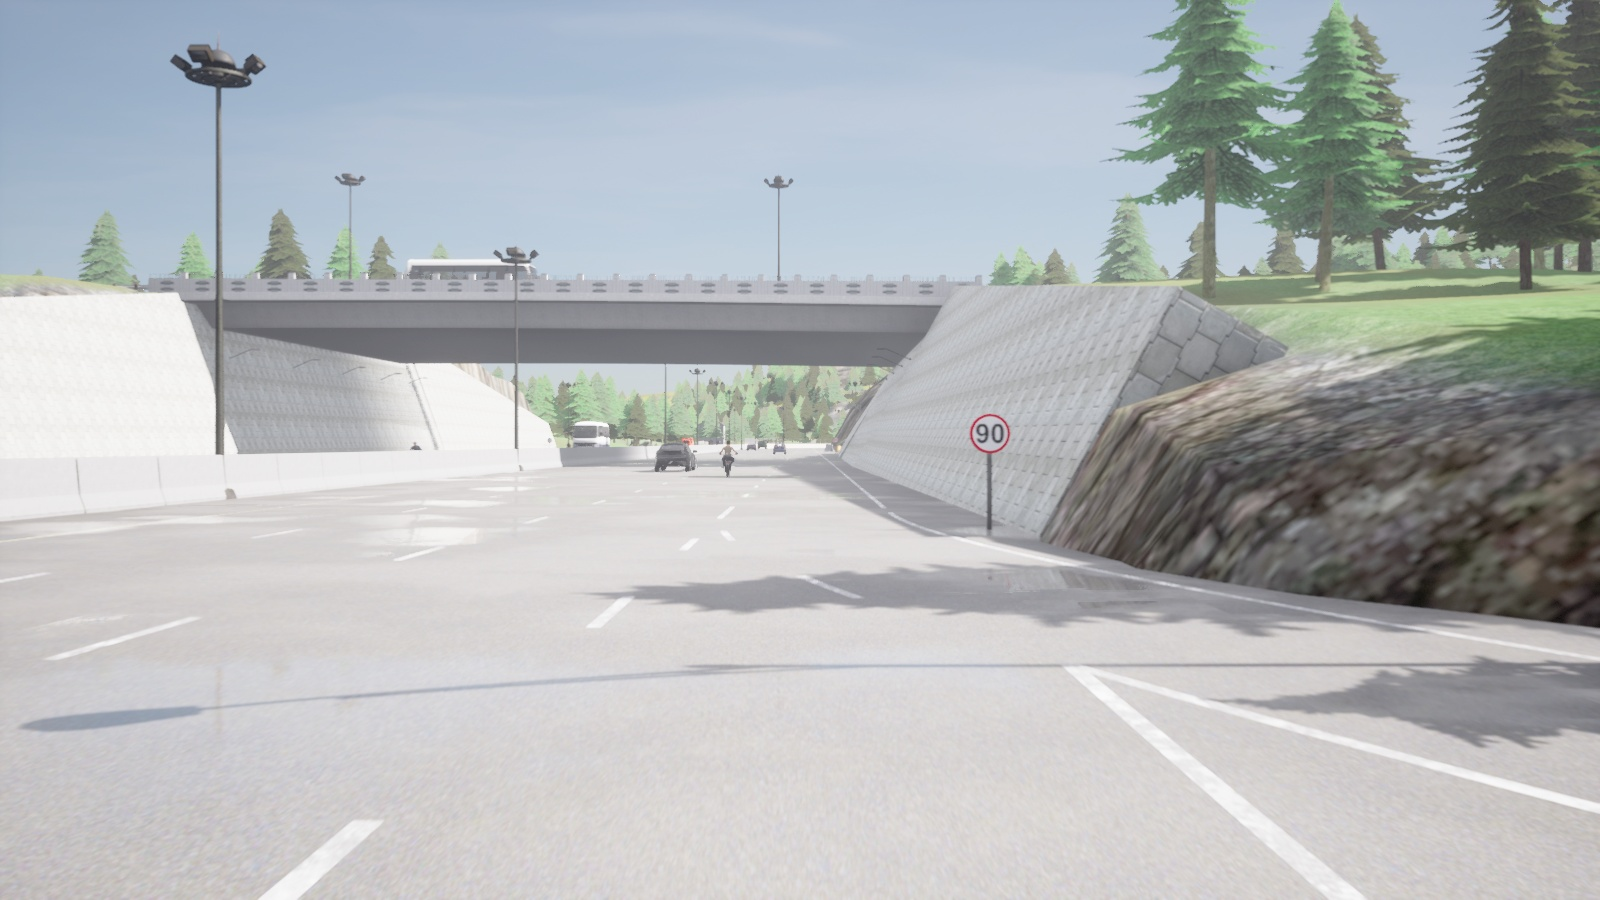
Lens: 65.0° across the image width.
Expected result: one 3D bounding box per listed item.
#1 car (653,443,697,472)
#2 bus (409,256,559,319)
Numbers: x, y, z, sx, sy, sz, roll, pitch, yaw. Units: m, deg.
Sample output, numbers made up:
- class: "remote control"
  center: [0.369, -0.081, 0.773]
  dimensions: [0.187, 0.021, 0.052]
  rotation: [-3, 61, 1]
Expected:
- class: "car"
  center: [-6.605, 0.370, 66.731]
  dimensions: [1.837, 1.490, 4.892]
  rotation: [0, 0, 0]
- class: "bus"
  center: [-23.650, -12.167, 94.358]
  dimensions: [10.273, 4.253, 3.944]
  rotation: [0, 0, 1]
